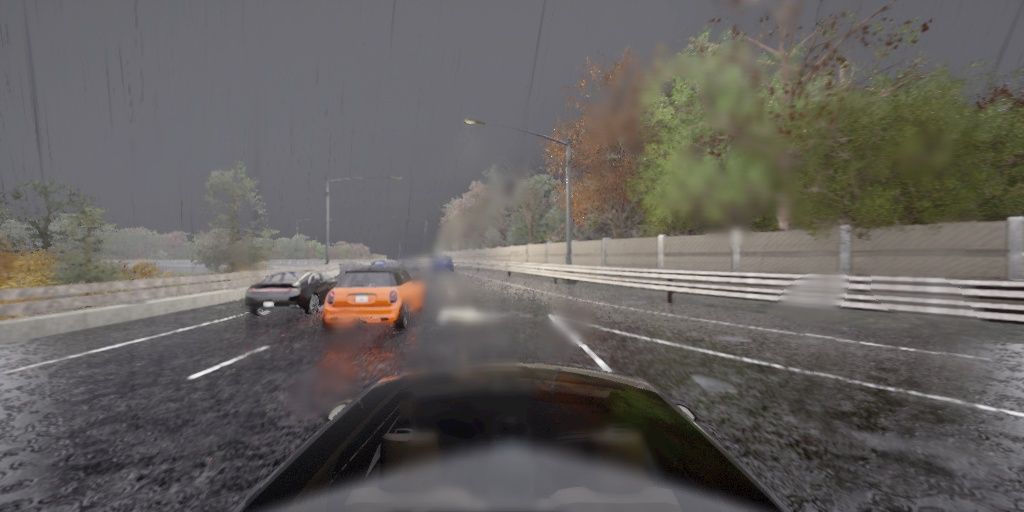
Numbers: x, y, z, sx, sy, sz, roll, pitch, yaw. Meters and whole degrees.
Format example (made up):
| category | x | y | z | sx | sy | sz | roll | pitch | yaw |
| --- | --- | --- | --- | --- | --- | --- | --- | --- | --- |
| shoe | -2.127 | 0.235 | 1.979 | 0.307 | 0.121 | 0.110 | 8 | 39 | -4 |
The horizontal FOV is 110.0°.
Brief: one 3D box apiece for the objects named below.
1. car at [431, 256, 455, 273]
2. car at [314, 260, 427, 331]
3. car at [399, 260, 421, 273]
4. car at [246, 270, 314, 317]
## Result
| category | x | y | z | sx | sy | sz | roll | pitch | yaw |
| --- | --- | --- | --- | --- | --- | --- | --- | --- | --- |
| car | -8.651 | 1.000 | 44.553 | 2.150 | 2.045 | 5.566 | 0 | 0 | -22 |
| car | -4.016 | 1.118 | 11.276 | 2.097 | 1.767 | 4.553 | 0 | 0 | -5 |
| car | -13.119 | 1.291 | 45.980 | 2.128 | 1.511 | 4.902 | 0 | 0 | -24 |
| car | -7.766 | 1.275 | 13.478 | 2.128 | 1.511 | 4.902 | 0 | 0 | -6 |
